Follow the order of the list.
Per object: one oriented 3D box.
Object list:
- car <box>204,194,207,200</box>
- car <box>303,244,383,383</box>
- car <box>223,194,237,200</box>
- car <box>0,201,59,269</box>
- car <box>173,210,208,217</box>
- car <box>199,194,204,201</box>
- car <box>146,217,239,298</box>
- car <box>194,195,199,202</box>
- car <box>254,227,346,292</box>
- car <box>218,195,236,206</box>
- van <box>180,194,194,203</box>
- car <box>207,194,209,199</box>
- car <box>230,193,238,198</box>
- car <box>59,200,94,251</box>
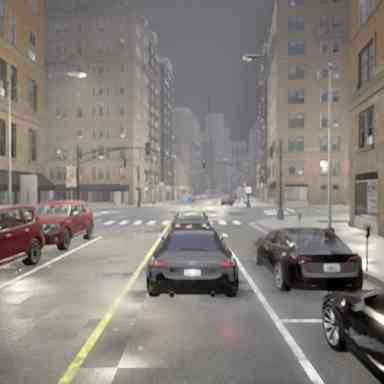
[{"bbox_3d":[2.137,1.482,87.038,1.802,1.307,4.206,0,0,9],"label":"car"},{"bbox_3d":[2.843,1.566,3.296,1.947,1.339,4.313,-1,0,0],"label":"car"},{"bbox_3d":[7.236,1.507,64.014,1.947,1.339,4.313,0,0,9],"label":"car"},{"bbox_3d":[-5.704,1.316,8.767,2.192,1.841,5.009,-1,0,0],"label":"car"},{"bbox_3d":[-0.055,1.601,17.495,1.895,1.301,4.718,0,0,0],"label":"car"},{"bbox_3d":[1.278,1.430,81.436,1.752,1.417,4.829,0,0,9],"label":"car"},{"bbox_3d":[0.021,1.565,8.591,1.994,1.385,4.181,0,0,0],"label":"car"},{"bbox_3d":[-0.360,1.359,70.738,1.967,1.590,4.097,0,0,9],"label":"car"},{"bbox_3d":[2.824,1.567,8.803,1.947,1.339,4.313,-1,0,0],"label":"car"},{"bbox_3d":[5.572,1.529,53.147,1.947,1.339,4.313,0,0,9],"label":"car"},{"bbox_3d":[-1.192,1.269,65.304,1.690,1.788,3.998,0,0,9],"label":"van"},{"bbox_3d":[2.967,1.338,92.472,1.967,1.590,4.097,0,0,9],"label":"car"},{"bbox_3d":[10.562,1.228,85.748,2.192,1.841,5.009,0,0,9],"label":"car"},{"bbox_3d":[-5.722,1.315,14.275,2.192,1.841,5.009,-1,0,0],"label":"car"}]
